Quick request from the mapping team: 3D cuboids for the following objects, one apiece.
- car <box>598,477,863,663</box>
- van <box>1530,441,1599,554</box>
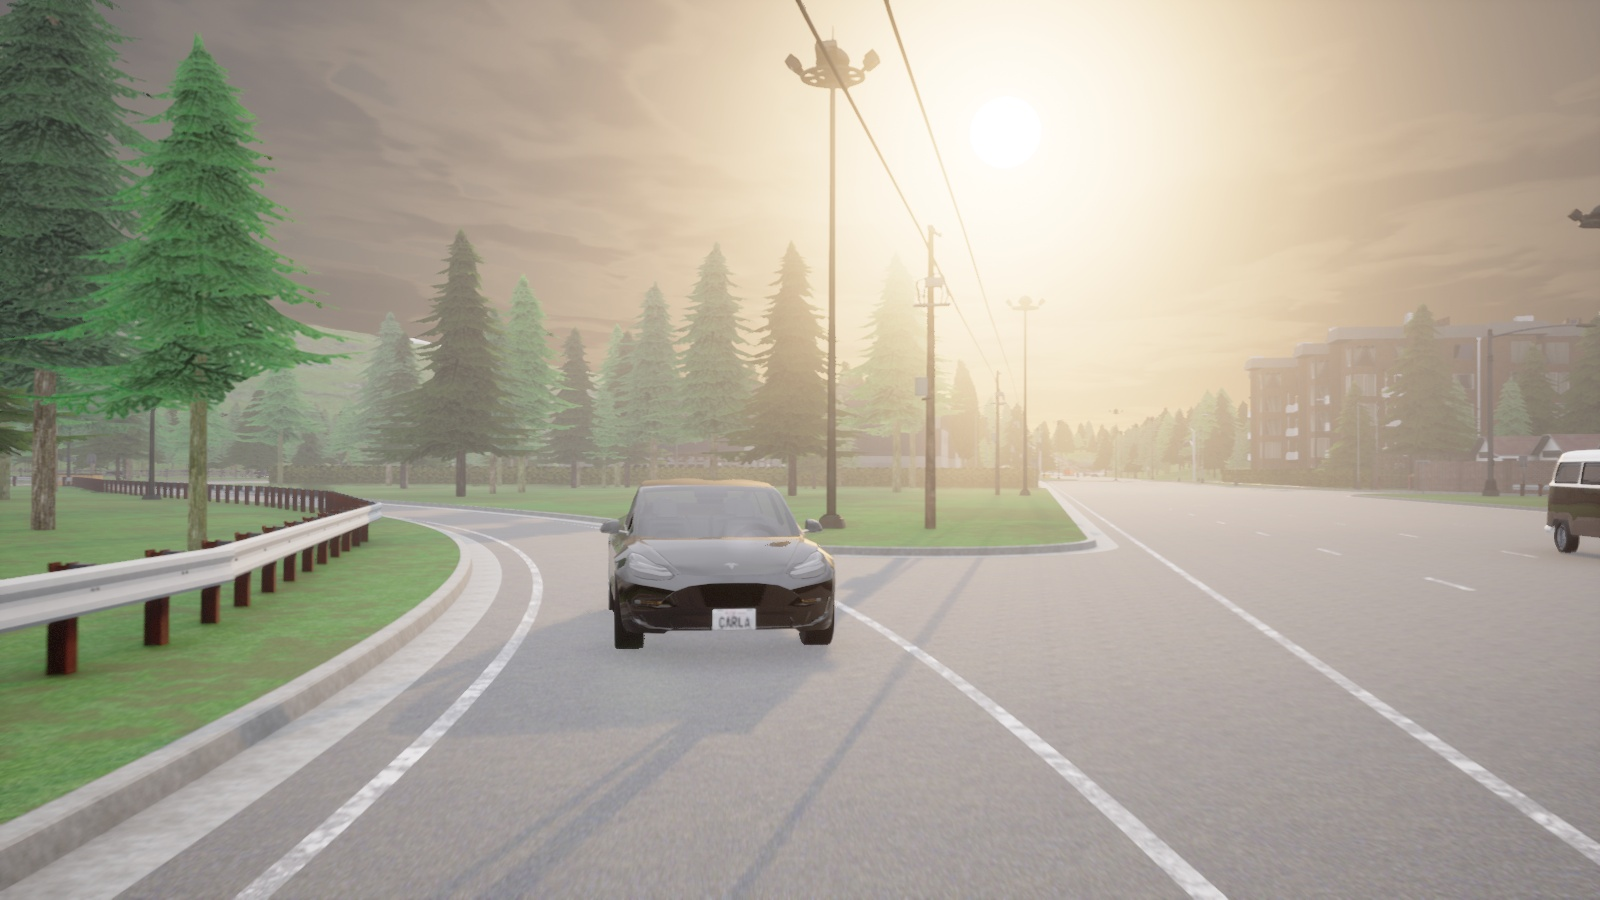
[{"bbox_3d":[-0.937,1.033,12.790,2.163,1.488,4.792,0,-1,-10],"label":"car"},{"bbox_3d":[15.508,0.860,23.216,2.069,2.038,4.480,0,-1,10],"label":"van"}]
